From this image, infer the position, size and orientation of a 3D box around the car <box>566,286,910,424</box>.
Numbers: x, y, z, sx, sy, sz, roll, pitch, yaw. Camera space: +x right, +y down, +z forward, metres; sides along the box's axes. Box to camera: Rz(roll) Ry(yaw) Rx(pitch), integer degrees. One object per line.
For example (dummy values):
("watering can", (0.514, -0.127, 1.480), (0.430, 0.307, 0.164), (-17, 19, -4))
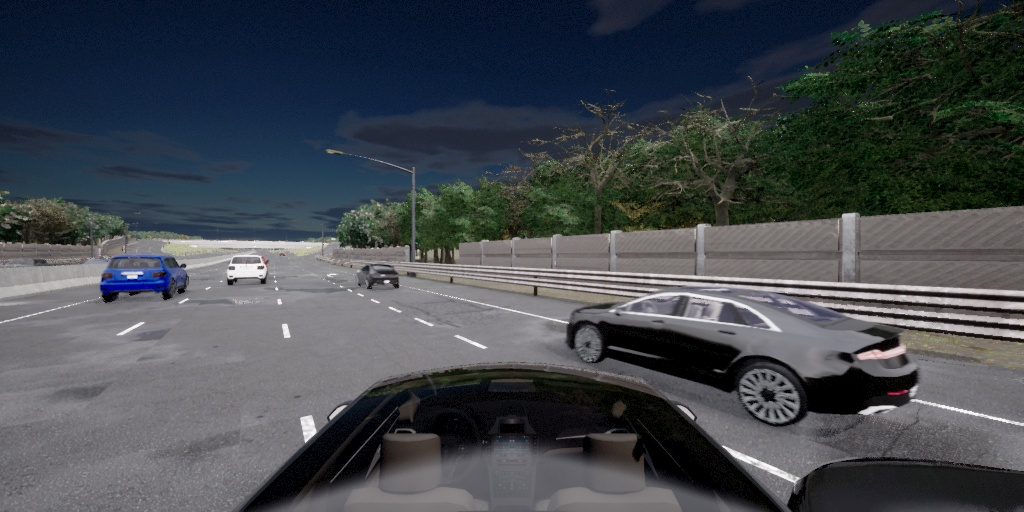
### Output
("car", (2.956, 1.240, 5.856), (2.128, 1.511, 4.902), (0, 0, -34))

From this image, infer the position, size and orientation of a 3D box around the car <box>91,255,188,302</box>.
("car", (-17.463, 0.964, 17.280), (2.150, 2.045, 5.566), (0, 0, -34))

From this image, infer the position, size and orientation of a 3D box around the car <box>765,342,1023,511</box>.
("car", (2.984, 1.315, 0.538), (4.181, 1.385, 1.994), (0, 0, 34))

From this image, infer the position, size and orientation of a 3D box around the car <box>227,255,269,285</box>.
("car", (-19.240, 0.957, 26.182), (2.150, 2.045, 5.566), (0, 0, -34))

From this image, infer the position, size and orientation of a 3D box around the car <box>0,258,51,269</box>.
("car", (-45.345, 1.063, 33.379), (2.097, 1.767, 4.553), (0, 0, -34))

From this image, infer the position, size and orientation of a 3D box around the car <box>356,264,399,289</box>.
("car", (-8.670, 1.249, 23.014), (1.837, 1.490, 4.892), (0, 0, -34))

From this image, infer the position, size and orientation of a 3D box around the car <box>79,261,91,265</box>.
("car", (-44.398, 1.186, 38.280), (1.882, 1.535, 5.008), (0, 0, -33))
